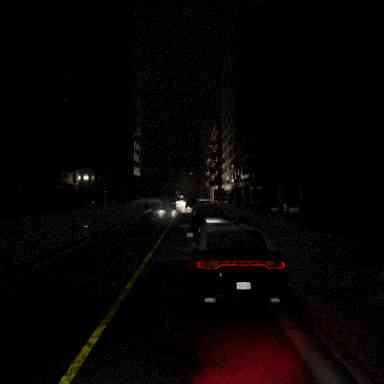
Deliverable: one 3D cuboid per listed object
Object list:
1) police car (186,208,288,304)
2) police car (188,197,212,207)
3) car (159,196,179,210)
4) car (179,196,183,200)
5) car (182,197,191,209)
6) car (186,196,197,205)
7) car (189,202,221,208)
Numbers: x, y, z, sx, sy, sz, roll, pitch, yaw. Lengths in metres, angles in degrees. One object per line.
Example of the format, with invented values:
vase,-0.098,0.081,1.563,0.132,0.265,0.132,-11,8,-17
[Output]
police car,0.897,1.428,8.372,1.930,1.638,5.238,0,0,0
police car,0.892,1.439,24.372,1.930,1.638,5.238,0,0,0
car,-3.113,1.390,43.435,2.097,1.767,4.553,0,0,0
car,-3.029,1.690,89.061,2.128,1.511,4.902,0,0,0
car,-0.003,1.547,46.242,1.837,1.490,4.892,0,0,0
car,-0.019,1.555,59.844,1.882,1.535,5.008,0,0,0
car,0.895,1.513,18.262,1.837,1.490,4.892,0,0,0
